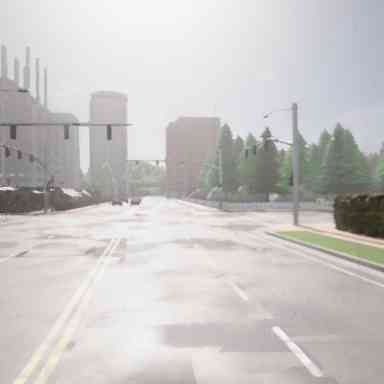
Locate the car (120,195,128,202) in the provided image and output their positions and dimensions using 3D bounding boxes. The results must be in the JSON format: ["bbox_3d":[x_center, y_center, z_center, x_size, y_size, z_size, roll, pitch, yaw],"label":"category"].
[{"bbox_3d":[-16.561,1.738,80.998,2.150,2.045,5.566,0,0,-7],"label":"car"}]

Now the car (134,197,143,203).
[{"bbox_3d":[-13.087,1.985,81.442,1.837,1.490,4.892,0,0,-7],"label":"car"}]

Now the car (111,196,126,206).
[{"bbox_3d":[-14.725,2.036,65.633,1.895,1.301,4.718,0,0,-7],"label":"car"}]

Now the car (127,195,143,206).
[{"bbox_3d":[-11.255,1.888,66.069,1.882,1.535,5.008,0,0,-7],"label":"car"}]
